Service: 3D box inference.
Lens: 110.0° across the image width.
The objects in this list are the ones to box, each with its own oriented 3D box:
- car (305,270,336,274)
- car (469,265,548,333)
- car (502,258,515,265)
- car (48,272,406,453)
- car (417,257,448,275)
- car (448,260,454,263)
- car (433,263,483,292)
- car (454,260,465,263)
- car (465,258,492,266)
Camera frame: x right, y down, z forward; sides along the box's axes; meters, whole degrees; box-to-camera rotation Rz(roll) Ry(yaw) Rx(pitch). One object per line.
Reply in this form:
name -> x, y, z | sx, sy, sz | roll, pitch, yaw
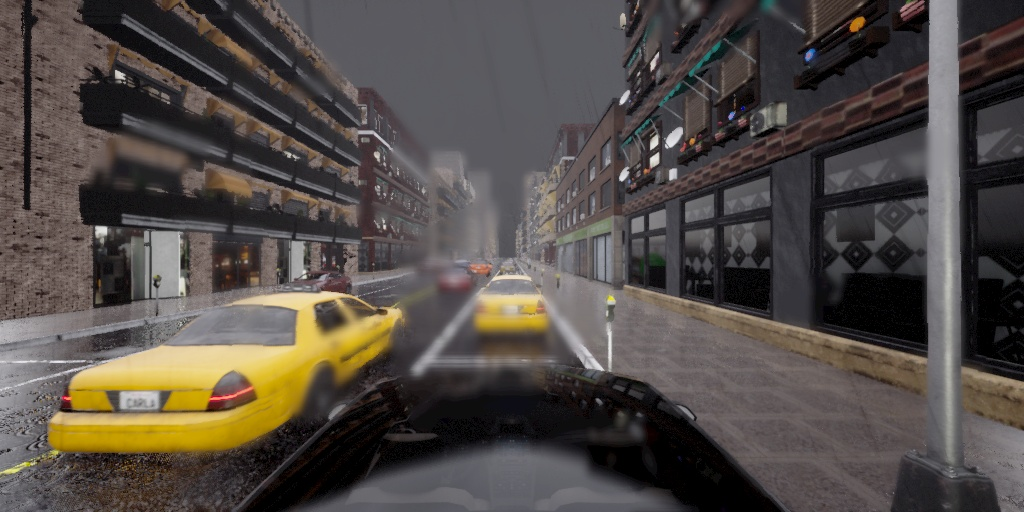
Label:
car -> -8.837, 1.333, 16.462 | 1.802, 1.307, 4.207 | 0, 0, 0
car -> 0.005, 1.207, 10.689 | 1.801, 1.575, 5.366 | 0, 0, 0
car -> -0.456, 1.275, 39.173 | 1.751, 1.417, 4.829 | 0, 0, 0
car -> -3.146, 1.206, 5.593 | 1.801, 1.575, 5.366 | 0, 0, 0
car -> -8.837, 1.064, 39.007 | 2.192, 1.841, 5.009 | 0, 0, 0
car -> -8.837, 1.188, 44.643 | 1.967, 1.591, 4.097 | 0, 0, 0
car -> -3.099, 1.316, 21.252 | 1.994, 1.385, 4.181 | 0, 0, 1
car -> -6.194, 1.274, 45.118 | 1.812, 1.442, 4.674 | 0, 0, 0
car -> -3.103, 1.101, 35.963 | 2.097, 1.767, 4.553 | 0, 0, 1
